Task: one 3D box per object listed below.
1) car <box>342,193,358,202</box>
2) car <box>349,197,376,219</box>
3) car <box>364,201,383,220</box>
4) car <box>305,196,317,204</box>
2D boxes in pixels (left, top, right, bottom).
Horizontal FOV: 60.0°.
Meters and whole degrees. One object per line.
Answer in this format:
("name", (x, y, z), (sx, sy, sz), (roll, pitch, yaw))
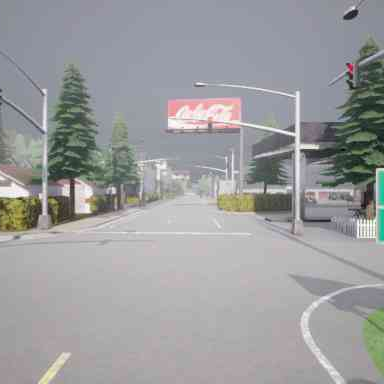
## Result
("car", (34.946, 1.489, 71.820), (2.007, 1.523, 4.514), (0, 0, 0))
("car", (14.383, 1.504, 24.973), (3.866, 1.878, 1.905), (0, 0, 0))
("car", (18.712, 1.672, 30.641), (4.611, 1.667, 2.242), (0, 0, 0))
("car", (22.538, 1.552, 64.035), (1.970, 1.475, 3.806), (0, 0, 0))
